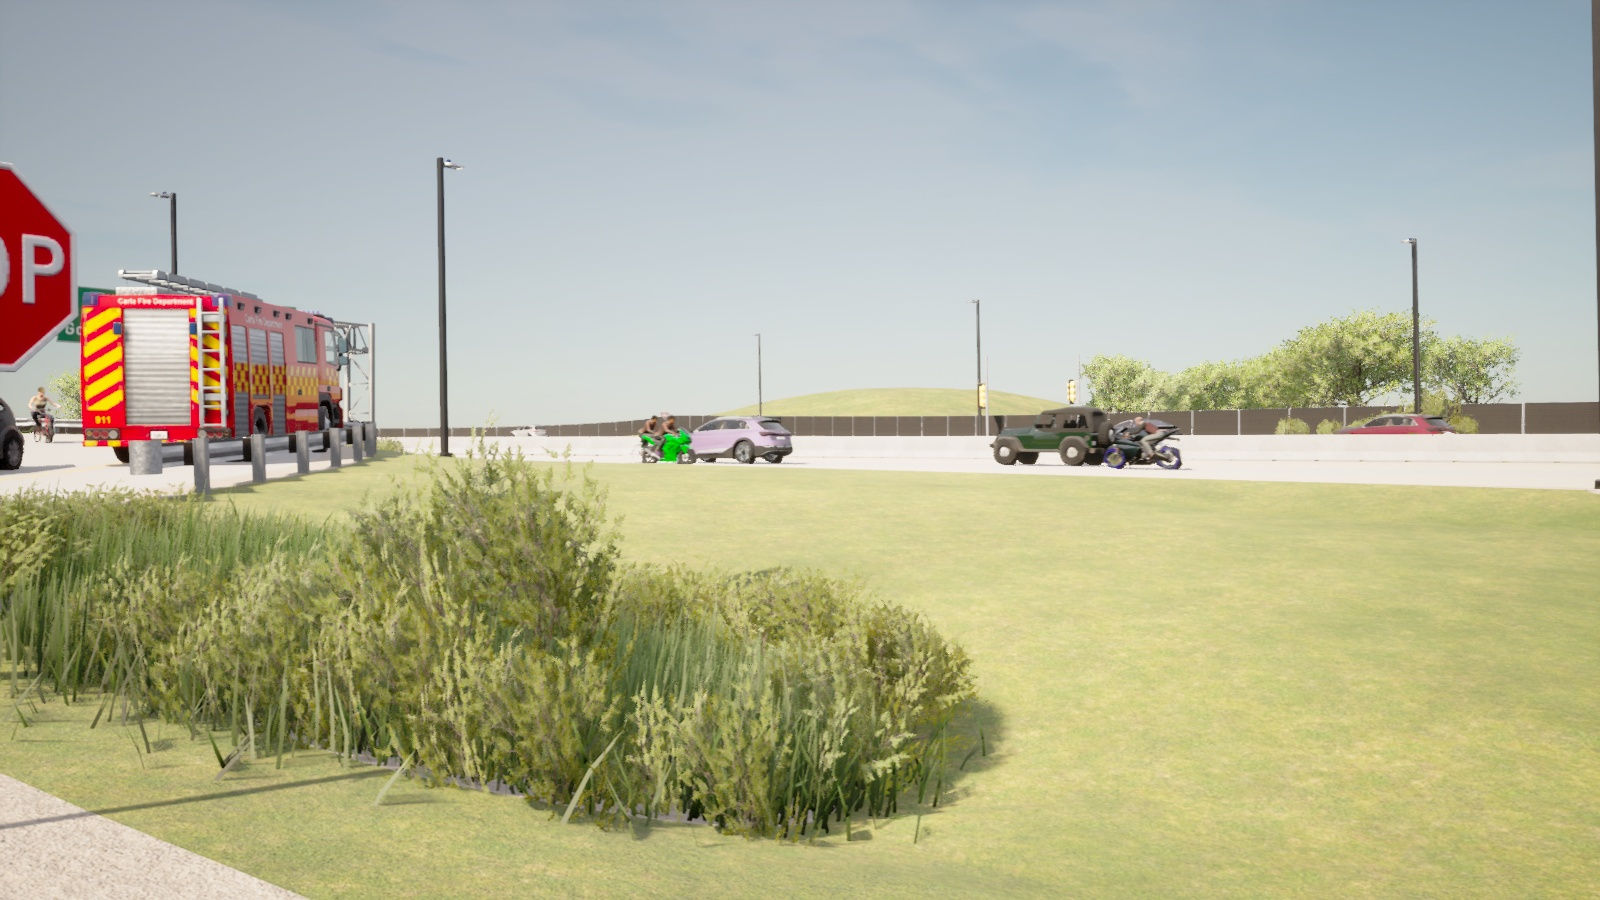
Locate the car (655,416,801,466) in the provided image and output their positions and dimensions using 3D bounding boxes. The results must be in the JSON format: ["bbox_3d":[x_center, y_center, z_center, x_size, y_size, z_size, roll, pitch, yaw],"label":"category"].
[{"bbox_3d":[-2.542,-0.297,43.753,4.856,1.649,2.033,-1,1,35],"label":"car"}]

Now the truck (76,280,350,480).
[{"bbox_3d":[-12.890,-1.518,28.618,2.891,3.827,8.468,-1,2,-6],"label":"truck"}]

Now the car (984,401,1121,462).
[{"bbox_3d":[8.148,-0.581,40.594,3.866,1.878,1.905,-1,0,35],"label":"car"}]

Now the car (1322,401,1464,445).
[{"bbox_3d":[23.771,-1.057,50.521,2.033,1.649,4.856,-2,1,-31],"label":"car"}]

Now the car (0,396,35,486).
[{"bbox_3d":[-15.326,-0.101,21.926,1.851,1.617,3.988,-2,3,-8],"label":"car"}]

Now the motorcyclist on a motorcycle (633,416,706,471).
[{"bbox_3d":[-3.748,-0.176,36.072,2.044,1.523,0.797,-1,0,35],"label":"motorcyclist on a motorcycle"}]

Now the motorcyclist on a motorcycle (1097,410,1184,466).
[{"bbox_3d":[9.577,-0.329,35.348,2.191,1.530,0.866,-1,0,35],"label":"motorcyclist on a motorcycle"}]

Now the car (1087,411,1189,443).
[{"bbox_3d":[16.876,-1.142,62.960,2.128,1.511,4.902,-2,1,-28],"label":"car"}]

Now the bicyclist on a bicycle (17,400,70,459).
[{"bbox_3d":[-21.469,-0.593,35.625,1.509,1.612,0.866,2,3,42],"label":"bicyclist on a bicycle"}]
